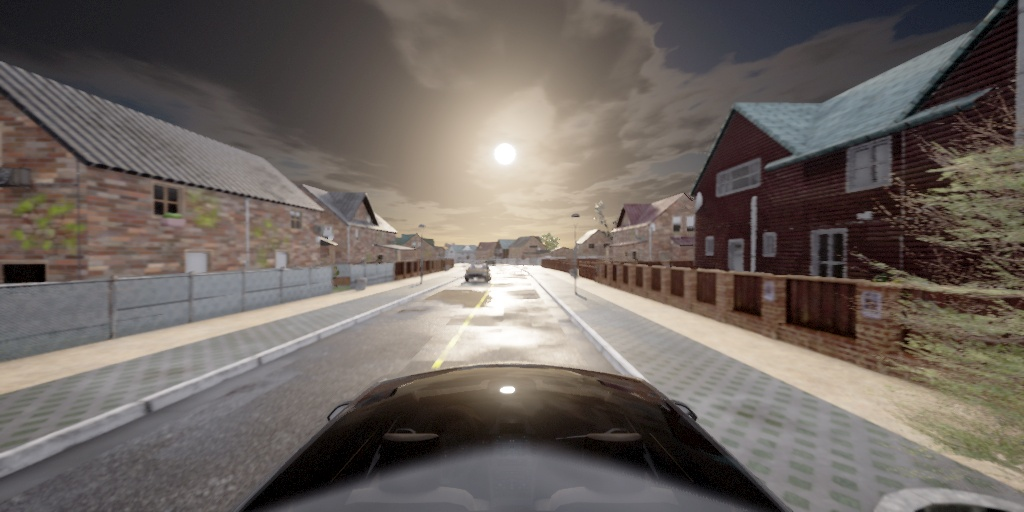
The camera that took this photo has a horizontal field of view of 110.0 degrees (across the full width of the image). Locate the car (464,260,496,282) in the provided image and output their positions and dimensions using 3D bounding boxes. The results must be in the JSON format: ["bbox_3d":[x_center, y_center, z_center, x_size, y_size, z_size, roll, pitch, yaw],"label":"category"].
[{"bbox_3d":[-2.696,1.318,29.254,2.033,1.411,5.357,0,0,0],"label":"car"}]
